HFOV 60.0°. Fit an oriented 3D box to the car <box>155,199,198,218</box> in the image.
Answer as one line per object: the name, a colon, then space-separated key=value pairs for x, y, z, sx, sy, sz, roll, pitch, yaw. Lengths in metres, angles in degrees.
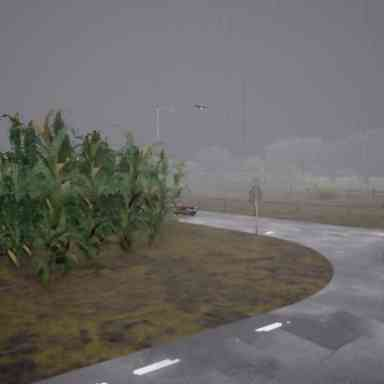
car: x=-1.530 y=1.199 z=26.005 sx=1.895 sy=1.301 sz=4.718 roll=0 pitch=1 yaw=-35
